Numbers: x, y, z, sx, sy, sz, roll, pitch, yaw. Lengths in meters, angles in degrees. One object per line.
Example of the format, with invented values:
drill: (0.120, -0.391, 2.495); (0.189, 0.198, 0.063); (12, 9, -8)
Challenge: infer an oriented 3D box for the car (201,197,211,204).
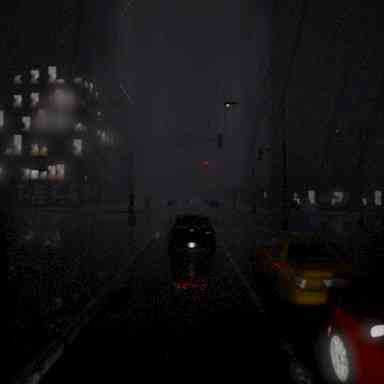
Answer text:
car: (3.702, 2.080, 81.254); (2.192, 1.841, 5.009); (0, 0, 0)

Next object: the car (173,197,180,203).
car: (-4.239, 2.296, 92.265); (1.967, 1.590, 4.097); (0, 0, 0)

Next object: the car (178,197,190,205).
car: (-1.591, 2.256, 77.213); (2.128, 1.511, 4.902); (0, 0, 0)

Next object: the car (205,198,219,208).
car: (3.873, 2.137, 59.144); (1.947, 1.339, 4.313); (0, -1, 0)

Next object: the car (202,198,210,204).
car: (3.672, 2.251, 86.781); (1.967, 1.590, 4.097); (0, 0, 0)

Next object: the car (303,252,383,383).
car: (2.564, 1.569, 2.492); (1.887, 1.381, 4.507); (0, -1, 0)

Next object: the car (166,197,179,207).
car: (-4.087, 2.202, 64.627); (1.802, 1.307, 4.206); (0, -1, 0)

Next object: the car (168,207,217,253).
car: (0.015, 1.643, 14.284); (1.837, 1.490, 4.892); (0, 0, 1)

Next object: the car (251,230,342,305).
car: (2.565, 1.604, 8.213); (1.752, 1.417, 4.829); (0, -1, 0)
